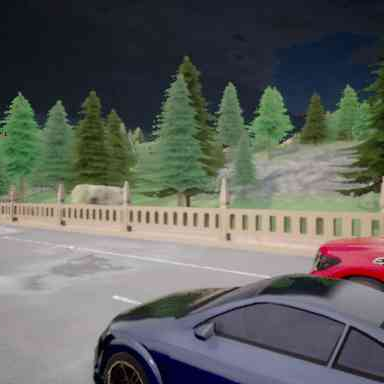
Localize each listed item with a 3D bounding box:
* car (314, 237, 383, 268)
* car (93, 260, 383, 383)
[{"bbox_3d":[4.662,1.220,4.963,5.566,2.045,2.150,0,0,36],"label":"car"},{"bbox_3d":[0.941,1.572,3.323,4.181,1.385,1.994,0,0,36],"label":"car"}]
